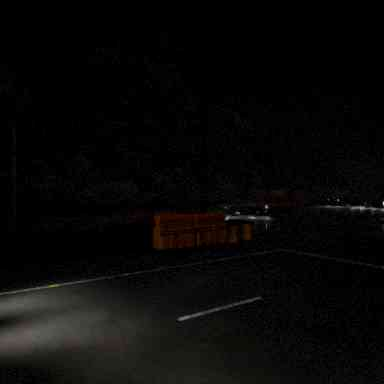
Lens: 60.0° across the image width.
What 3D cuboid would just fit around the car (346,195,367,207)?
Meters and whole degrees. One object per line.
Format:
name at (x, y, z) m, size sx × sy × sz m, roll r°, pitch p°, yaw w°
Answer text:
car at (24.792, 1.353, 47.493) m, size 5.357 × 1.411 × 2.033 m, roll 0°, pitch 0°, yaw -35°

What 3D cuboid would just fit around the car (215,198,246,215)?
car at (4.419, 1.447, 32.954) m, size 4.674 × 1.442 × 1.812 m, roll 0°, pitch 0°, yaw -36°

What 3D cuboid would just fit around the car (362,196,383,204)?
car at (30.742, 1.361, 56.002) m, size 4.718 × 1.301 × 1.895 m, roll 0°, pitch 0°, yaw -35°

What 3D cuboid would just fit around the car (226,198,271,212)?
car at (6.666, 1.444, 38.860) m, size 5.357 × 1.411 × 2.033 m, roll 0°, pitch 0°, yaw -36°

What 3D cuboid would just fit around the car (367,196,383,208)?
car at (25.536, 1.319, 43.729) m, size 4.892 × 1.490 × 1.837 m, roll 0°, pitch 0°, yaw -35°

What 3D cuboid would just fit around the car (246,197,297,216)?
car at (7.675, 1.267, 30.979) m, size 4.553 × 1.767 × 2.097 m, roll 0°, pitch 0°, yaw -36°

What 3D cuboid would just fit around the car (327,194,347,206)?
car at (22.245, 1.159, 49.975) m, size 4.553 × 1.767 × 2.097 m, roll 0°, pitch 0°, yaw -35°
